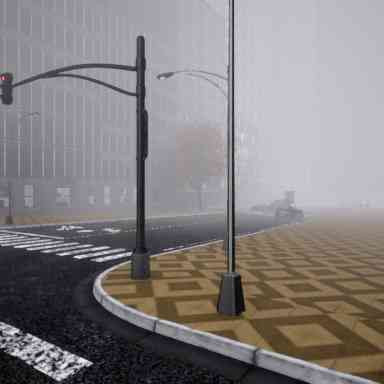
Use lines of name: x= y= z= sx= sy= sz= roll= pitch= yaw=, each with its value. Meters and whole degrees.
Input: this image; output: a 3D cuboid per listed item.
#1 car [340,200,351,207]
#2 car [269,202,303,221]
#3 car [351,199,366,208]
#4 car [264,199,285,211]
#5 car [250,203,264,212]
car: x=39.557 y=3.205 z=86.110 sx=2.033 sy=1.411 sz=5.357 roll=0 pitch=-1 yaw=33
car: x=10.142 y=2.137 z=34.635 sx=2.128 sy=1.511 sz=4.902 roll=0 pitch=-1 yaw=33
car: x=42.287 y=3.146 z=84.345 sx=1.882 sy=1.535 sz=5.008 roll=0 pitch=-1 yaw=33
car: x=13.788 y=2.158 z=52.244 sx=2.150 sy=2.045 sz=5.566 roll=0 pitch=-1 yaw=33
car: x=11.072 y=2.497 z=54.029 sx=1.994 sy=1.385 sz=4.181 roll=0 pitch=-1 yaw=33
